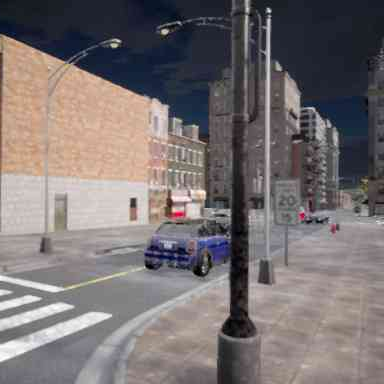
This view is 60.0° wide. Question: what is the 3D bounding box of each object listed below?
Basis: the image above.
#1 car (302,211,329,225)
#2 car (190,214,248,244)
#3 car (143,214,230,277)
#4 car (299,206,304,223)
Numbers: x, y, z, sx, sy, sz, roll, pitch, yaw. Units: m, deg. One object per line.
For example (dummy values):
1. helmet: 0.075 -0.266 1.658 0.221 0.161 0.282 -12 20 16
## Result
1. car: 14.482 3.090 38.294 1.895 1.301 4.718 0 -2 31
2. car: 1.880 2.212 21.078 1.837 1.490 4.892 0 -2 28
3. car: 0.264 1.753 12.063 2.097 1.767 4.553 0 -2 28
4. car: 12.088 2.692 39.849 2.150 2.045 5.566 0 -2 28
